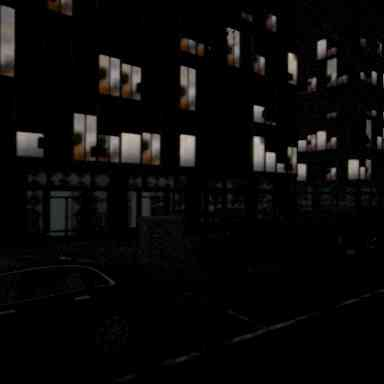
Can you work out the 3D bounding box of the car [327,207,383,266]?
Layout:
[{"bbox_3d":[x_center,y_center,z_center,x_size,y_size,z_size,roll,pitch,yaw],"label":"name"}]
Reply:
[{"bbox_3d":[6.620,1.435,11.036,5.009,1.841,2.192,1,-1,-36],"label":"car"}]

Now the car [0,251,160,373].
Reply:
[{"bbox_3d":[-2.546,1.555,4.458,4.403,1.369,2.008,1,-1,-35],"label":"car"}]
